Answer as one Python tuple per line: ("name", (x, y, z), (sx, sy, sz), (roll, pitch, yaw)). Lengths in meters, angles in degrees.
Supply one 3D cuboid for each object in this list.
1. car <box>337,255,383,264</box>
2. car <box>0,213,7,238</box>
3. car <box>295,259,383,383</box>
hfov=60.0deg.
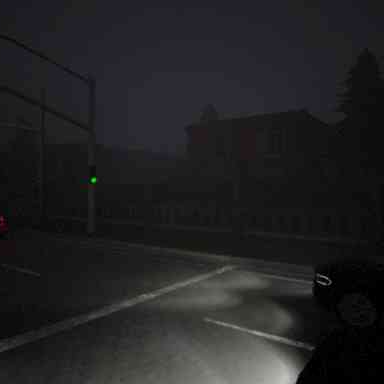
("car", (4.472, 1.480, 5.103), (5.008, 1.535, 1.882), (0, 0, 36))
("car", (-10.978, 1.305, 16.119), (4.553, 1.767, 2.097), (0, 0, 35))
("car", (3.258, 1.552, 1.669), (5.357, 1.411, 2.033), (0, 0, 35))
